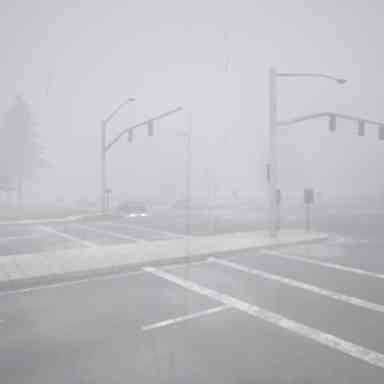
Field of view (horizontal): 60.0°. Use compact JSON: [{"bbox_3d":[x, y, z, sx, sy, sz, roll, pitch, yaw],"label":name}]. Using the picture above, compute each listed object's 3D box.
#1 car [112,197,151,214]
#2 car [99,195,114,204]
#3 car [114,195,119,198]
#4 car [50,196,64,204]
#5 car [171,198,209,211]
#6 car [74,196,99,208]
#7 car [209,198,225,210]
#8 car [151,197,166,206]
[{"bbox_3d":[-6.562,1.542,35.865,1.994,1.385,4.181,0,0,-35],"label":"car"},{"bbox_3d":[-17.124,1.472,63.247,1.837,1.490,4.892,0,0,-34],"label":"car"},{"bbox_3d":[-15.477,1.461,67.058,1.837,1.490,4.892,0,2,-35],"label":"car"},{"bbox_3d":[-25.776,1.484,63.454,1.837,1.490,4.892,0,0,-35],"label":"car"},{"bbox_3d":[-0.522,1.569,39.469,1.895,1.301,4.718,0,0,-35],"label":"car"},{"bbox_3d":[-15.790,1.579,49.065,1.895,1.301,4.718,0,0,-35],"label":"car"},{"bbox_3d":[2.158,1.489,41.746,1.812,1.442,4.674,0,0,-35],"label":"car"},{"bbox_3d":[-6.268,1.511,53.777,2.033,1.411,5.357,0,0,-35],"label":"car"}]
